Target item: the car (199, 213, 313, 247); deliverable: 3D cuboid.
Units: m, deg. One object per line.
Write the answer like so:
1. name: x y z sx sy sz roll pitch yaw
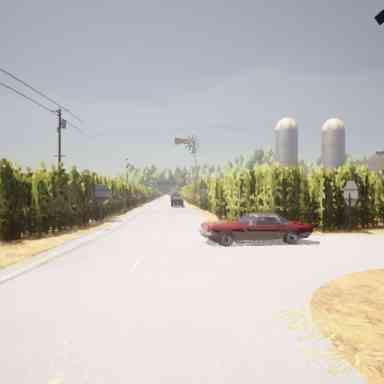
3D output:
1. car: 2.710 1.601 14.623 4.718 1.301 1.895 0 0 -11

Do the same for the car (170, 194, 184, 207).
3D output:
1. car: -2.325 1.476 52.114 1.882 1.535 5.008 0 0 -4
